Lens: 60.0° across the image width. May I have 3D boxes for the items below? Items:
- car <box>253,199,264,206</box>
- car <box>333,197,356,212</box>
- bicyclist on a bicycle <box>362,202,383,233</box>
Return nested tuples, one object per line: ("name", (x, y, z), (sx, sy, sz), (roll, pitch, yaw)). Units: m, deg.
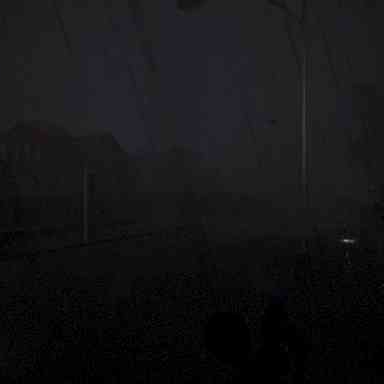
("car", (7.350, 1.337, 46.531), (5.357, 1.415, 2.033), (0, 0, 34))
("car", (17.989, 1.345, 39.148), (2.097, 1.767, 4.553), (0, 0, 32))
("bicyclist on a bicycle", (9.638, 1.347, 17.023), (1.656, 1.620, 0.582), (0, 0, 31))
